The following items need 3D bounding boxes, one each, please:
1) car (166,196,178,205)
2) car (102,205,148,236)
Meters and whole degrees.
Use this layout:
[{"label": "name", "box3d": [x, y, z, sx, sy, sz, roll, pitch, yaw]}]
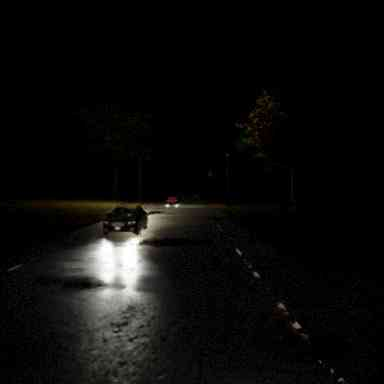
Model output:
[{"label": "car", "box3d": [-3.562, 1.506, 60.432, 1.882, 1.535, 5.008, 0, 0, 1]}, {"label": "car", "box3d": [-3.606, 1.493, 18.574, 2.128, 1.511, 4.902, 0, 0, 0]}]
